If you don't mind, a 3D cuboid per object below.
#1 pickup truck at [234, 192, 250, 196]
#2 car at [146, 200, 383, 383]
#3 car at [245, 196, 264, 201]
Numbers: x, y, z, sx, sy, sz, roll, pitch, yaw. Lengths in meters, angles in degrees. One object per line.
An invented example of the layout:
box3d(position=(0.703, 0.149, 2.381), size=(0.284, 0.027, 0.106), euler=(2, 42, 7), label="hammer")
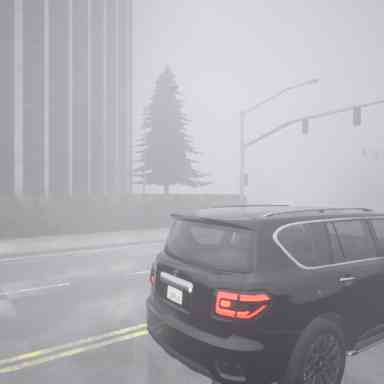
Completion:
box3d(position=(10.198, 1.059, 68.782), size=(2.390, 2.098, 6.274), euler=(0, 0, -5), label="pickup truck")
box3d(position=(2.014, 1.221, 5.179), size=(5.566, 2.045, 2.150), euler=(0, 0, -35), label="car")
box3d(position=(8.393, 1.564, 43.113), size=(1.994, 1.385, 4.181), euler=(0, 0, -36), label="car")
